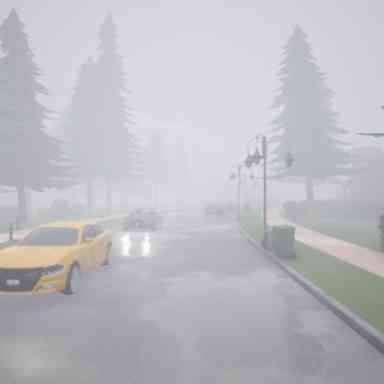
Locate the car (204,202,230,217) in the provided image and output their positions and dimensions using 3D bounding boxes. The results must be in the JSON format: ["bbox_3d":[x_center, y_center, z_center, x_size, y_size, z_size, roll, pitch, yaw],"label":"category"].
[{"bbox_3d":[2.498,1.814,35.387,2.128,1.511,4.902,0,-1,11],"label":"car"}]

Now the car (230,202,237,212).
[{"bbox_3d":[4.822,1.971,44.767,1.994,1.385,4.181,0,0,16],"label":"car"}]

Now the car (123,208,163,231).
[{"bbox_3d":[-3.161,1.767,22.086,1.994,1.385,4.181,0,-1,4],"label":"car"}]

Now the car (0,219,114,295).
[{"bbox_3d":[-3.551,1.563,9.155,1.882,1.535,5.008,0,-1,1],"label":"car"}]
